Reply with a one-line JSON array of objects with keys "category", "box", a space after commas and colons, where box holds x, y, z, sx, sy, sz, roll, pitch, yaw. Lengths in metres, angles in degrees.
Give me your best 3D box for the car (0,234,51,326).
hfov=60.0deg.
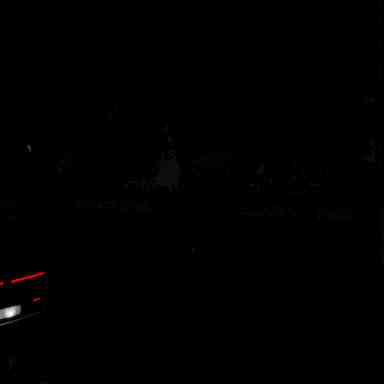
[{"category": "car", "box": [-4.617, 1.504, 6.274, 4.892, 1.490, 1.837, 0, 0, 36]}]
